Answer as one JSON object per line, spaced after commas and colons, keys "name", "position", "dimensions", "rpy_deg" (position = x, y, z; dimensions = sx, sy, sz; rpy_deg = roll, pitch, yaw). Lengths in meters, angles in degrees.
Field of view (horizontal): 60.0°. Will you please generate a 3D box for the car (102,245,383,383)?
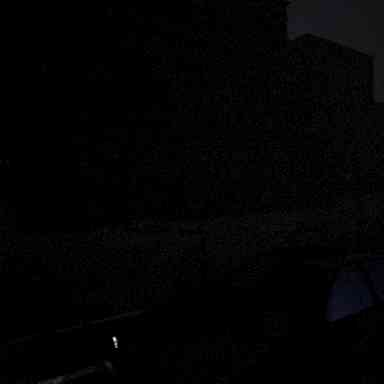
{"name": "car", "position": [1.630, 1.507, 4.530], "dimensions": [5.357, 1.411, 2.033], "rpy_deg": [-1, 1, -35]}
